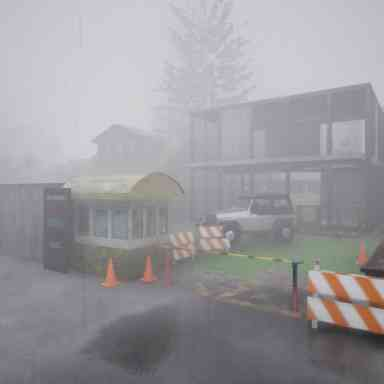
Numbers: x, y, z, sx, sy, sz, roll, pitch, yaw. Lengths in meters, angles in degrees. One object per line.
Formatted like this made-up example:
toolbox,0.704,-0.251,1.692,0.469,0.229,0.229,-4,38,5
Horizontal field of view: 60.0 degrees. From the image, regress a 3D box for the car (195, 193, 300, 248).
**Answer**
car,2.199,0.986,12.773,3.866,1.878,1.905,0,0,-21
